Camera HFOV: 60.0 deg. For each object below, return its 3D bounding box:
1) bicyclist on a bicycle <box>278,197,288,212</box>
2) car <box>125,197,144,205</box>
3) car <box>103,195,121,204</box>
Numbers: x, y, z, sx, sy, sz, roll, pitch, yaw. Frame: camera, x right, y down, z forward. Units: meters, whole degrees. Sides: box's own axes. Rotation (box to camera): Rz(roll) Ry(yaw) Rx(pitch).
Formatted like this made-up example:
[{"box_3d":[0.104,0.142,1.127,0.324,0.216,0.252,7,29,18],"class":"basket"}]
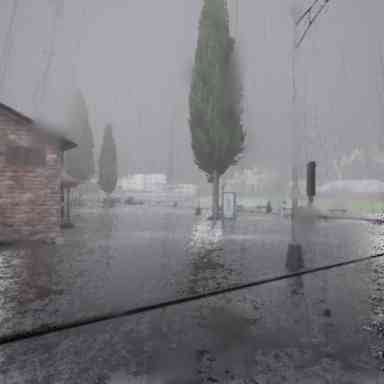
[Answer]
[{"box_3d":[9.979,1.362,36.309,1.656,1.620,0.582,0,0,-36],"class":"bicyclist on a bicycle"},{"box_3d":[-9.981,1.575,57.029,1.994,1.385,4.181,0,0,-35],"class":"car"},{"box_3d":[-15.717,1.363,65.068,2.097,1.767,4.553,0,0,-36],"class":"car"}]
